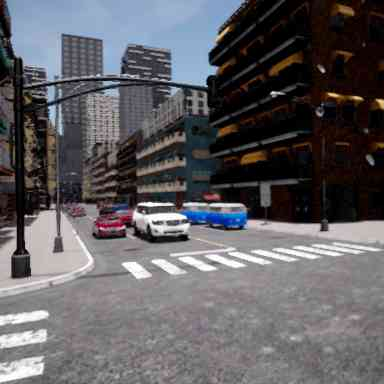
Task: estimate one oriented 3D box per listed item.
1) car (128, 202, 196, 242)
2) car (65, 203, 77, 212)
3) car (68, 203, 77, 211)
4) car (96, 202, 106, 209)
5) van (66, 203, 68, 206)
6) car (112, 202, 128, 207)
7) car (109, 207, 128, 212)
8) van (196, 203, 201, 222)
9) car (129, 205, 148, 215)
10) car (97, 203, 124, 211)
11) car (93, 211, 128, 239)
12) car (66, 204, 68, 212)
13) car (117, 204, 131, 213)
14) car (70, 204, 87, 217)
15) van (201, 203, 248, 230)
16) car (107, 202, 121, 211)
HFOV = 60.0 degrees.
[{"bbox_3d":[-1.972,1.649,19.720,2.150,2.045,5.566,-1,-1,-22],"label":"car"},{"bbox_3d":[-26.496,3.292,72.954,2.192,1.841,5.009,-2,-1,-22],"label":"car"},{"bbox_3d":[-18.005,2.838,52.221,1.967,1.590,4.097,-2,-1,-22],"label":"car"},{"bbox_3d":[-25.087,3.597,91.648,2.192,1.841,5.009,-2,-1,-22],"label":"car"},{"bbox_3d":[-22.242,3.028,62.593,1.690,1.788,3.998,-2,-1,-22],"label":"van"},{"bbox_3d":[-10.219,2.618,48.289,1.882,1.535,5.008,-1,-1,-22],"label":"car"},{"bbox_3d":[-5.681,2.281,28.819,1.895,1.301,4.718,-1,-1,-22],"label":"car"},{"bbox_3d":[0.310,1.888,29.428,1.690,1.788,3.998,-2,-1,-22],"label":"van"},{"bbox_3d":[-8.147,2.706,50.165,1.802,1.307,4.206,-2,-1,-22],"label":"car"},{"bbox_3d":[-9.558,2.423,38.363,1.882,1.535,5.008,-1,-1,-22],"label":"car"},{"bbox_3d":[-5.302,2.114,21.109,1.802,1.307,4.206,-2,-1,-22],"label":"car"},{"bbox_3d":[-20.118,3.093,57.405,2.008,1.369,4.403,-2,-1,-22],"label":"car"},{"bbox_3d":[-12.446,2.943,60.693,1.752,1.417,4.829,-2,-1,-22],"label":"car"},{"bbox_3d":[-15.884,2.836,47.035,1.802,1.307,4.206,-2,-1,-22],"label":"car"},{"bbox_3d":[2.426,1.744,24.243,1.690,1.788,3.998,-2,-1,-22],"label":"van"},{"bbox_3d":[-16.622,3.018,70.909,2.192,1.841,5.009,-2,-1,-22],"label":"car"}]
